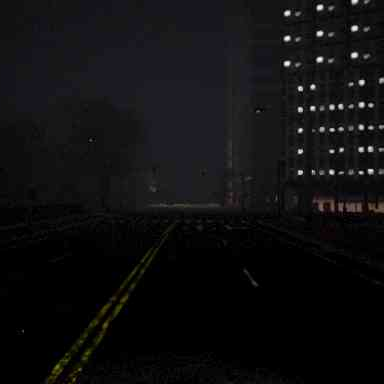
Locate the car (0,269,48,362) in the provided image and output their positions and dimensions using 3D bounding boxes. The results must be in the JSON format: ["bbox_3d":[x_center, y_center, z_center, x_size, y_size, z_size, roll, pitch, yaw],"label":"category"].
[{"bbox_3d":[-3.348,1.601,3.315,2.033,1.411,5.357,0,-1,0],"label":"car"}]

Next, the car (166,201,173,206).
[{"bbox_3d":[-6.467,3.182,95.081,1.895,1.301,4.718,0,-1,0],"label":"car"}]
